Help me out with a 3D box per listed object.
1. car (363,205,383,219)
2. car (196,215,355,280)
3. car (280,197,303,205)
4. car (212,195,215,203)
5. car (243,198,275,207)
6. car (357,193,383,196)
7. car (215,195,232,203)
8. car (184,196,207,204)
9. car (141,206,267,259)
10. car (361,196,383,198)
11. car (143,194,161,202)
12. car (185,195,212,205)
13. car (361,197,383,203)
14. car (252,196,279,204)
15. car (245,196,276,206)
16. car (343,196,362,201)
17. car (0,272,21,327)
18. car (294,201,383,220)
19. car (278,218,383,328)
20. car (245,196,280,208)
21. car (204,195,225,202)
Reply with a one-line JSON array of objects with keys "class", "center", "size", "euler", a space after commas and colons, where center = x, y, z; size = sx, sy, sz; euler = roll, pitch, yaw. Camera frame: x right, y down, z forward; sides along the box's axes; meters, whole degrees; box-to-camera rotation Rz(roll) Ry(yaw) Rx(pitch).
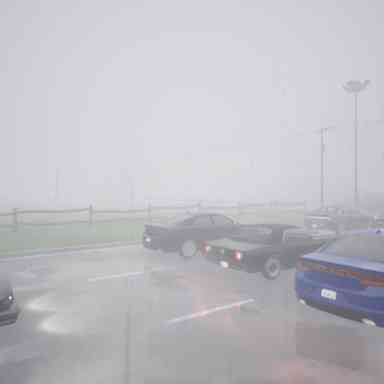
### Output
[{"class": "car", "center": [10.167, 1.496, 15.339], "size": [4.892, 1.490, 1.837], "euler": [0, 0, -36]}, {"class": "car", "center": [2.664, 1.597, 9.956], "size": [4.718, 1.301, 1.895], "euler": [0, 0, -35]}, {"class": "car", "center": [15.999, 1.503, 54.549], "size": [1.812, 1.442, 4.674], "euler": [0, 0, -36]}, {"class": "car", "center": [1.992, 1.481, 67.870], "size": [1.837, 1.490, 4.892], "euler": [0, 0, -36]}, {"class": "car", "center": [10.177, 1.582, 50.626], "size": [1.895, 1.301, 4.718], "euler": [0, 0, -36]}, {"class": "car", "center": [25.004, 1.200, 42.950], "size": [2.150, 2.045, 5.566], "euler": [0, 0, -44]}, {"class": "car", "center": [6.151, 1.469, 68.132], "size": [2.128, 1.511, 4.902], "euler": [0, 0, -36]}, {"class": "car", "center": [0.598, 1.488, 63.773], "size": [1.837, 1.490, 4.892], "euler": [0, -1, -36]}, {"class": "car", "center": [0.528, 1.474, 12.731], "size": [5.008, 1.535, 1.882], "euler": [0, 0, -36]}, {"class": "car", "center": [21.679, 1.488, 36.413], "size": [4.892, 1.490, 1.837], "euler": [-1, 0, 41]}, {"class": "car", "center": [-8.435, 1.214, 70.288], "size": [2.097, 1.767, 4.553], "euler": [0, 0, -36]}, {"class": "car", "center": [0.950, 1.546, 57.320], "size": [1.994, 1.385, 4.181], "euler": [0, 0, -36]}, {"class": "car", "center": [19.887, 1.508, 33.186], "size": [4.674, 1.442, 1.812], "euler": [0, 0, 39]}, {"class": "car", "center": [13.959, 1.483, 63.303], "size": [1.837, 1.490, 4.892], "euler": [0, -1, -36]}, {"class": "car", "center": [11.315, 1.470, 55.004], "size": [2.128, 1.511, 4.902], "euler": [0, 0, -36]}, {"class": "car", "center": [20.870, 1.527, 42.197], "size": [2.033, 1.411, 5.357], "euler": [0, 0, -38]}, {"class": "car", "center": [-5.286, 1.548, 4.272], "size": [5.357, 1.411, 2.033], "euler": [0, 0, -35]}, {"class": "car", "center": [8.122, 1.483, 18.180], "size": [4.902, 1.511, 2.128], "euler": [0, 0, -36]}, {"class": "car", "center": [4.190, 1.474, 6.743], "size": [5.008, 1.535, 1.882], "euler": [0, 0, -36]}, {"class": "car", "center": [9.348, 1.509, 45.837], "size": [1.812, 1.442, 4.674], "euler": [0, 0, -36]}, {"class": "car", "center": [4.999, 1.489, 75.638], "size": [2.128, 1.511, 4.902], "euler": [0, 0, -36]}]
